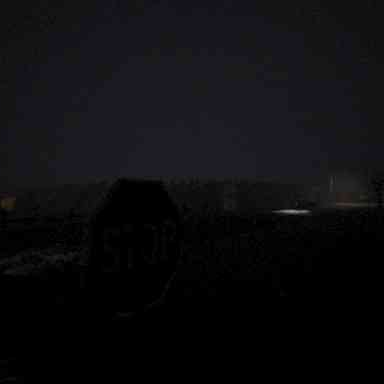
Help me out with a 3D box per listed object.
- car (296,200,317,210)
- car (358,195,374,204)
[{"bbox_3d":[16.561,1.859,48.194,1.895,1.301,4.718,1,0,34],"label":"car"},{"bbox_3d":[41.125,1.707,79.210,2.150,2.045,5.566,1,0,34],"label":"car"}]
